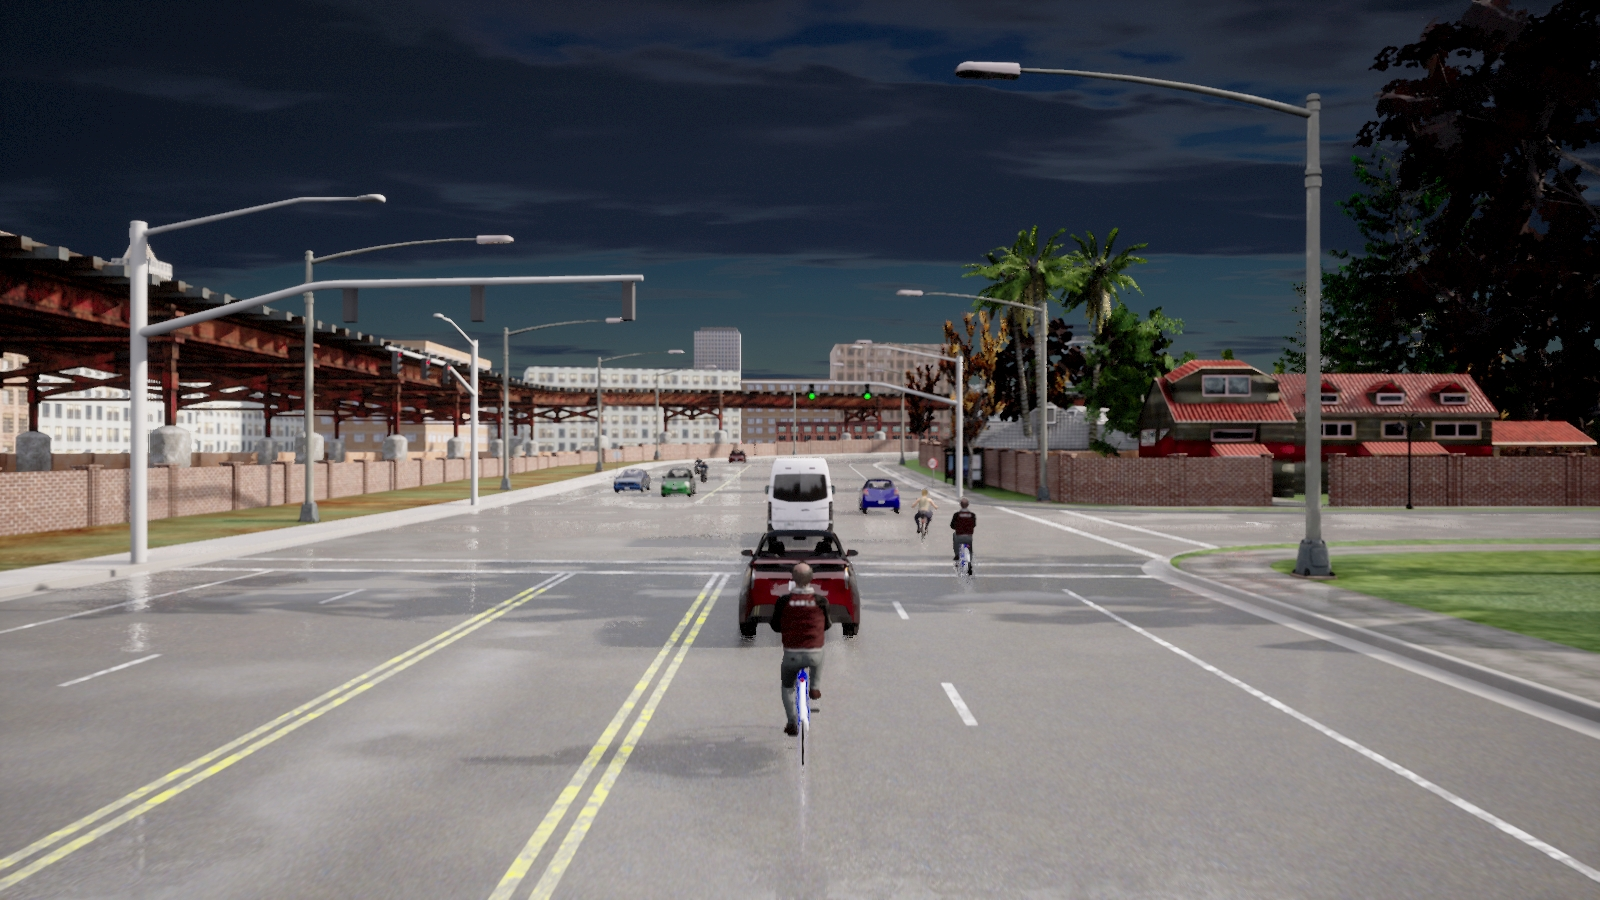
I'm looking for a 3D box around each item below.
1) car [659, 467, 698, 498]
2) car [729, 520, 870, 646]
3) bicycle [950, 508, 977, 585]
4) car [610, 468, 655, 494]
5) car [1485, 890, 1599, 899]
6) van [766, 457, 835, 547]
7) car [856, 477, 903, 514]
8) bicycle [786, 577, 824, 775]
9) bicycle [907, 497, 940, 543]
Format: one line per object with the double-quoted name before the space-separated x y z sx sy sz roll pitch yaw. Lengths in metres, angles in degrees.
"car" -6.999 1.870 66.075 1.851 1.617 3.988 0 1 0
"car" -0.006 2.041 18.568 2.007 1.525 4.514 0 0 0
"bicycle" 3.518 2.048 24.648 0.329 1.496 1.835 0 0 0
"car" -10.499 1.909 71.977 2.033 1.411 5.357 0 1 0
"car" 3.023 2.106 0.902 2.033 1.411 5.357 0 0 4
"van" 0.014 1.532 36.237 1.988 2.561 5.915 0 0 0
"car" 3.500 2.010 51.037 1.845 1.501 3.633 0 0 0
"bicycle" 0.037 2.048 10.745 0.329 1.496 1.835 0 0 0
"bicycle" 3.802 2.142 35.119 0.859 1.301 1.487 2 0 11
